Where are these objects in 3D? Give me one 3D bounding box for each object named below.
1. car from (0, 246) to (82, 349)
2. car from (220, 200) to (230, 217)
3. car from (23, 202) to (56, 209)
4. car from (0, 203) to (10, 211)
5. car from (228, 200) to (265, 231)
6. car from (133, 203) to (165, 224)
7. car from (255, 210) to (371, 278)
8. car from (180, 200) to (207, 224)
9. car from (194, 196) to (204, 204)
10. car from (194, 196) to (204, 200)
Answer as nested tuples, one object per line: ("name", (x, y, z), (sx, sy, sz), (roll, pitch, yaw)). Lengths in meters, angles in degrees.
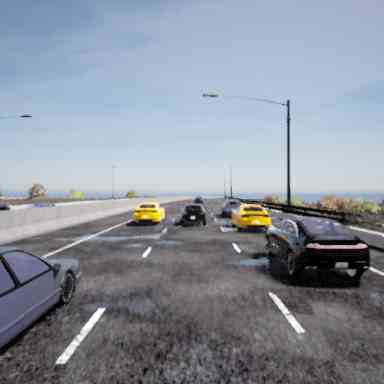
("car", (-3.385, 1.557, 5.034), (2.033, 1.411, 5.357), (0, 0, 0))
("car", (3.819, 1.533, 32.087), (2.033, 1.649, 4.856), (0, 0, 1))
("car", (-13.809, 1.638, 30.412), (2.033, 1.411, 5.357), (0, 0, 1))
("car", (-17.349, 1.556, 27.910), (1.882, 1.535, 5.008), (0, 0, 1))
("car", (3.643, 1.535, 21.166), (1.882, 1.535, 5.008), (0, 0, 1))
("car", (-3.188, 1.550, 25.417), (1.882, 1.535, 5.008), (0, 0, 1))
("car", (3.536, 1.516, 10.244), (2.128, 1.511, 4.902), (0, 0, 0))
("car", (0.126, 1.597, 25.047), (1.812, 1.442, 4.674), (0, 0, 1))
("car", (1.659, 1.679, 74.491), (2.097, 1.767, 4.553), (0, 0, 3))
("car", (1.033, 1.714, 55.738), (1.837, 1.490, 4.892), (0, 0, 2))
